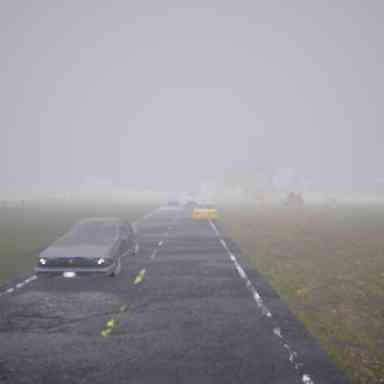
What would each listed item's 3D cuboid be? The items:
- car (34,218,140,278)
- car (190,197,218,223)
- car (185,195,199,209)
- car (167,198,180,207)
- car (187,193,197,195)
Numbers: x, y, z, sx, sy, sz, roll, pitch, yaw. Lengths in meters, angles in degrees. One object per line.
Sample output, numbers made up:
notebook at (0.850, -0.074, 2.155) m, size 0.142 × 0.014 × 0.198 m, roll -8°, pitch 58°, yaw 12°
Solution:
car at (-2.846, 1.536, 10.396) m, size 2.033 × 1.411 × 5.357 m, roll 0°, pitch 0°, yaw 0°
car at (0.971, 1.443, 25.620) m, size 1.801 × 1.575 × 5.366 m, roll 0°, pitch 0°, yaw 0°
car at (0.043, 1.514, 45.656) m, size 1.812 × 1.442 × 4.674 m, roll 0°, pitch 0°, yaw 1°
car at (-2.804, 1.589, 51.329) m, size 1.895 × 1.301 × 4.718 m, roll 0°, pitch 0°, yaw 0°
car at (0.019, 1.208, 59.776) m, size 2.150 × 2.045 × 5.566 m, roll 0°, pitch 0°, yaw 0°
